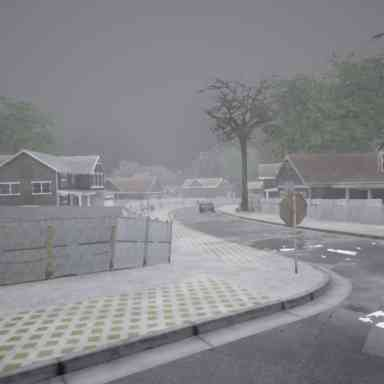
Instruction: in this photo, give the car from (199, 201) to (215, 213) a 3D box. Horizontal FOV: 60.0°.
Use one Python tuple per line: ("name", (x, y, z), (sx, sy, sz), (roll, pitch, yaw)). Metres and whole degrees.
("car", (1.910, 1.884, 43.726), (2.128, 1.511, 4.902), (-2, 0, 0))
